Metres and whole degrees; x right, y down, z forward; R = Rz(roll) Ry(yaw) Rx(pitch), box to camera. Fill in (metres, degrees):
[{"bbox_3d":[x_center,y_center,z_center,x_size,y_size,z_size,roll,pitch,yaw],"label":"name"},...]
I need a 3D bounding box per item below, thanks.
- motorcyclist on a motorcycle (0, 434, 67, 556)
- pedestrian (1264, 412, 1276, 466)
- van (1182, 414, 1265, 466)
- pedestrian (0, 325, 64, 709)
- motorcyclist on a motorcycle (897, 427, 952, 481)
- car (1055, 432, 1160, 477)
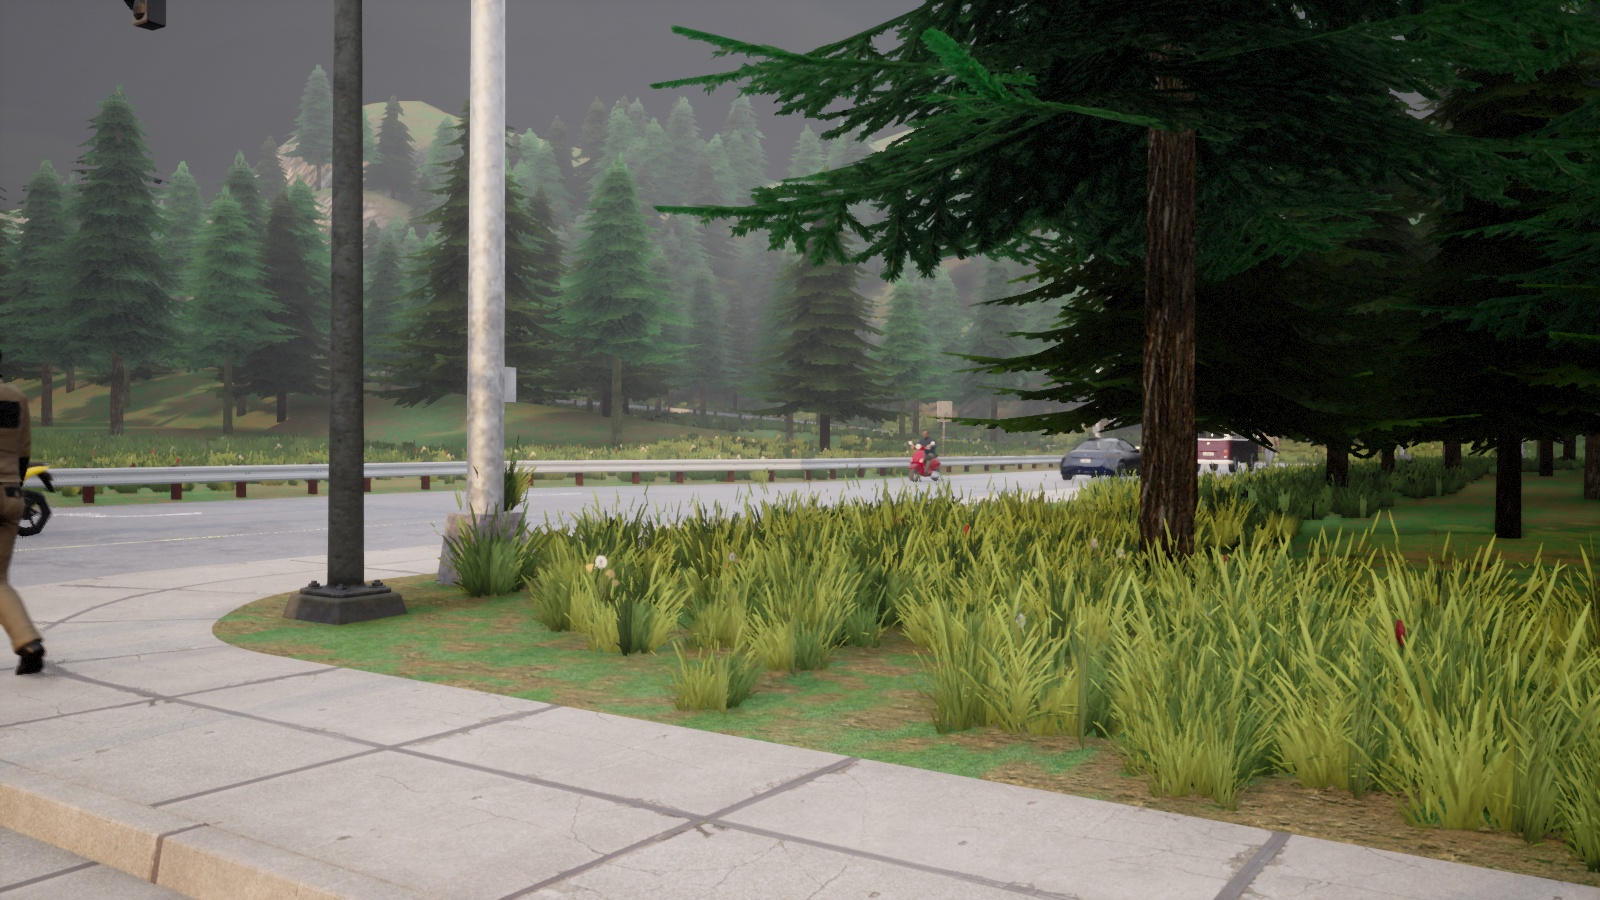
[{"bbox_3d":[-10.445,0.567,15.703,0.797,1.523,2.044,0,1,33],"label":"motorcyclist on a motorcycle"},{"bbox_3d":[16.184,-0.370,43.252,0.354,1.836,0.706,0,1,24],"label":"pedestrian"},{"bbox_3d":[17.456,-0.436,51.694,2.069,2.038,4.480,0,1,35],"label":"van"},{"bbox_3d":[-4.301,0.336,6.581,0.692,1.930,0.396,0,1,22],"label":"pedestrian"},{"bbox_3d":[3.761,0.107,37.840,0.866,1.590,1.817,0,1,33],"label":"motorcyclist on a motorcycle"},{"bbox_3d":[10.099,0.117,41.030,1.994,1.385,4.181,0,1,34],"label":"car"}]
